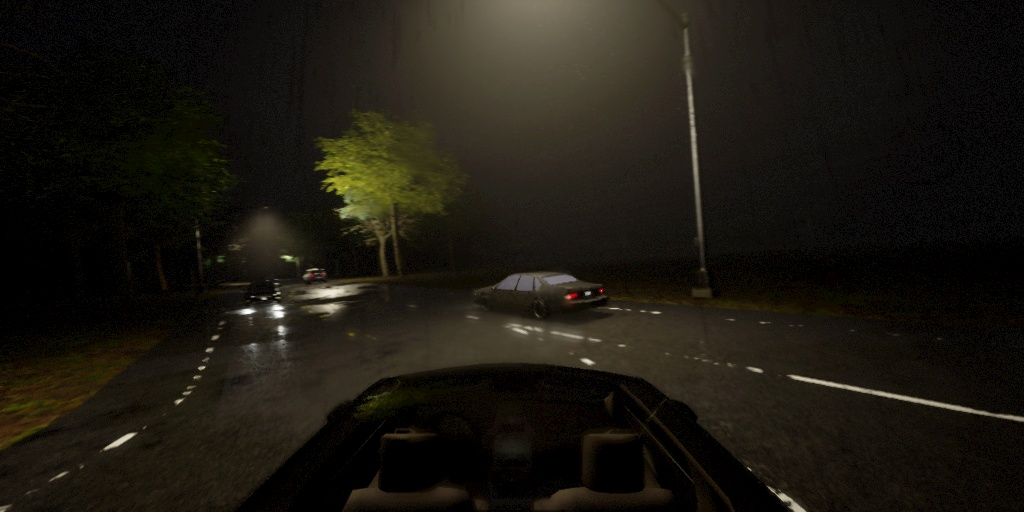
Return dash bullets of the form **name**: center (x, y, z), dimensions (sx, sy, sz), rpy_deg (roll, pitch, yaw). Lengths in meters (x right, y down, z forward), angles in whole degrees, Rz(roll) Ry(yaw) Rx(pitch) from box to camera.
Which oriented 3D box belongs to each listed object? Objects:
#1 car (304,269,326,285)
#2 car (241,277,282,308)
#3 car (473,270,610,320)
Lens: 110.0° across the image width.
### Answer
- **car**: center (-27.814, 2.876, 50.527), dimensions (2.150, 2.045, 5.566), rpy_deg (-5, 0, -37)
- **car**: center (-16.545, 2.440, 23.748), dimensions (1.837, 1.490, 4.892), rpy_deg (-5, 0, -37)
- **car**: center (0.710, 1.226, 12.295), dimensions (2.033, 1.411, 5.357), rpy_deg (-5, 0, -37)
